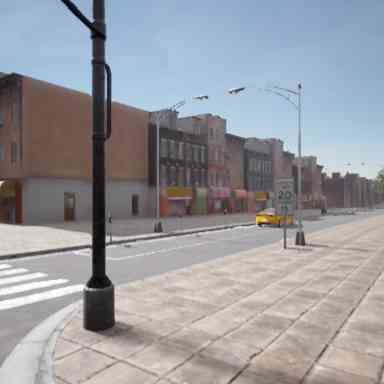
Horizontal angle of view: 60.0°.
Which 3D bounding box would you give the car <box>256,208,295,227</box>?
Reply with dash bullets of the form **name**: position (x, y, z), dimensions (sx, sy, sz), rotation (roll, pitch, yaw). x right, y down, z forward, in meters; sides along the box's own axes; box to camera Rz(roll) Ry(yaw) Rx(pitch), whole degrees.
- **car**: position (7.122, 2.100, 28.091), dimensions (1.882, 1.535, 5.008), rotation (0, -1, 36)
